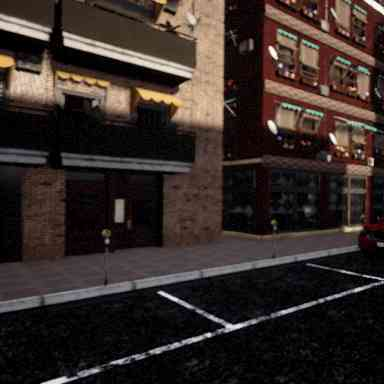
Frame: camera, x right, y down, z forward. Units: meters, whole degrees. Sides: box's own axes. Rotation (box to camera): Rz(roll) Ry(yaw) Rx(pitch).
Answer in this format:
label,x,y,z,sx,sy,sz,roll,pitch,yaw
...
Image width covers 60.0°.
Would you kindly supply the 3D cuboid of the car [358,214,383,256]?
label,x,y,z,sx,sy,sz,roll,pitch,yaw
car,8.340,1.457,12.517,5.009,1.841,2.192,1,0,-36
